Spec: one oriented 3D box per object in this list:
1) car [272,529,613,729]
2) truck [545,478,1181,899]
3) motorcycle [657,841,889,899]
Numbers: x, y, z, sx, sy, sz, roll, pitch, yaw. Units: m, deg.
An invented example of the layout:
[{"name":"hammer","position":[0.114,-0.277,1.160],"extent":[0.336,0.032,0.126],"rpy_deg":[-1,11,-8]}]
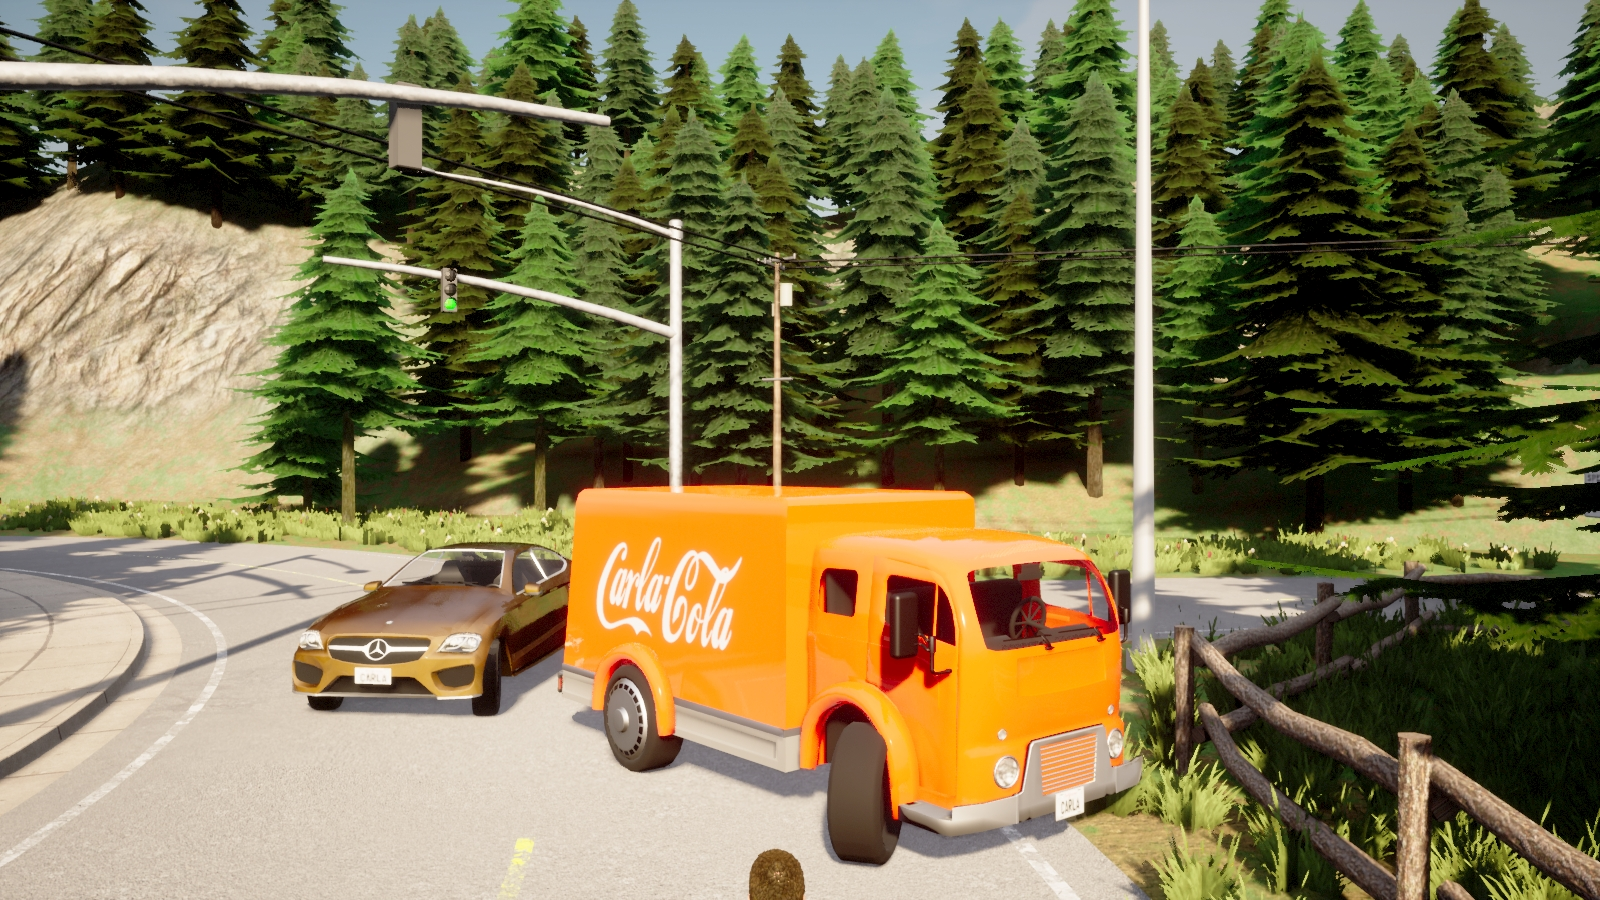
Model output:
[{"name":"car","position":[-4.038,1.970,14.038],"extent":[2.152,1.651,5.027],"rpy_deg":[0,0,6]},{"name":"truck","position":[0.202,1.542,9.769],"extent":[2.627,2.467,5.204],"rpy_deg":[0,0,-39]},{"name":"motorcycle","position":[-0.074,2.159,3.526],"extent":[0.803,1.199,2.033],"rpy_deg":[0,0,-2]}]
